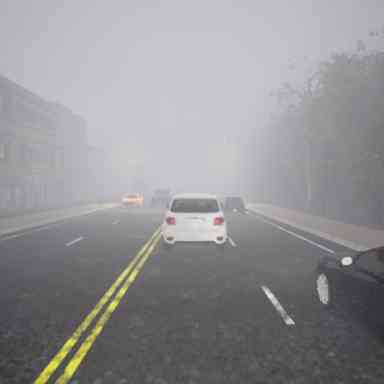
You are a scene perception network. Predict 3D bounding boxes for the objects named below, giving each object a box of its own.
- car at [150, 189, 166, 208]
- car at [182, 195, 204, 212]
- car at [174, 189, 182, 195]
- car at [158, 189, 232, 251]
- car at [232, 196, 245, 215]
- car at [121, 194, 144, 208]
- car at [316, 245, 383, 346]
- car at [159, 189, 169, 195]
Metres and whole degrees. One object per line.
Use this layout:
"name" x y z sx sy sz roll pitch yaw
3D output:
"car" -3.321 0.691 37.478 2.150 2.045 5.566 0 0 0
"car" 0.098 1.074 33.315 2.033 1.411 5.357 0 1 0
"car" -3.229 0.015 78.383 1.812 1.442 4.674 0 1 0
"car" 0.105 1.037 13.200 2.150 2.045 5.566 0 1 0
"car" 3.357 1.104 28.332 1.837 1.490 4.892 0 1 0
"car" -6.572 0.950 37.093 1.882 1.535 5.008 0 1 0
"car" 3.351 1.412 4.538 1.882 1.535 5.008 0 1 0
"car" -6.479 -0.031 78.383 1.882 1.535 5.008 0 1 0
